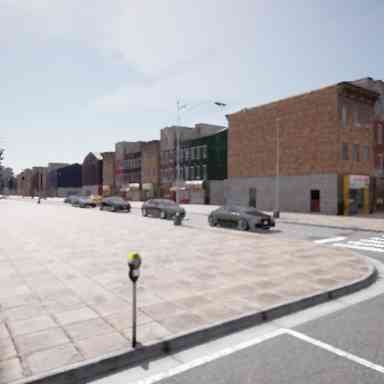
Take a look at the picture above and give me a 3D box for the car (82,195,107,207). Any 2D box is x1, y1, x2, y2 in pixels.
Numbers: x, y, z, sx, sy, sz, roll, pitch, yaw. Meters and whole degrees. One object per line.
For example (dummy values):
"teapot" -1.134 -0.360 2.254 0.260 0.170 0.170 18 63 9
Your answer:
"car" -14.054 1.251 47.838 1.882 1.535 5.008 0 0 -36

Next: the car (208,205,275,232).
"car" 2.800 1.444 19.423 1.994 1.385 4.181 0 0 -36

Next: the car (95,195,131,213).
"car" -7.968 1.246 34.370 1.882 1.535 5.008 0 0 -36

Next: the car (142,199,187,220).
"car" -2.318 1.323 26.522 1.837 1.490 4.892 0 0 -36

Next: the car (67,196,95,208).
"car" -13.958 1.306 42.745 2.033 1.411 5.357 0 0 -35

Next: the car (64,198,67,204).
"car" -20.066 1.330 56.185 2.033 1.411 5.357 0 0 -36
